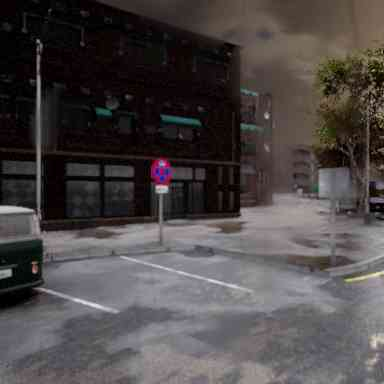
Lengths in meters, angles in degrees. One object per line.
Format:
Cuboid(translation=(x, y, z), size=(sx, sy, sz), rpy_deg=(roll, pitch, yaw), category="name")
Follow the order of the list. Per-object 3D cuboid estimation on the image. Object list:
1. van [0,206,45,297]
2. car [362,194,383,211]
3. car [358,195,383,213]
Cuboid(translation=(-5.217, 1.275, 7.352), size=(4.442, 1.987, 1.878), rpy_deg=(-1, 0, 36), category="van")
Cuboid(translation=(20.221, 1.027, 35.266), size=(2.128, 1.511, 4.902), rpy_deg=(0, 2, 4), category="car")
Cuboid(translation=(17.170, 1.199, 31.238), size=(2.033, 1.411, 5.357), rpy_deg=(0, 1, 8), category="car")
